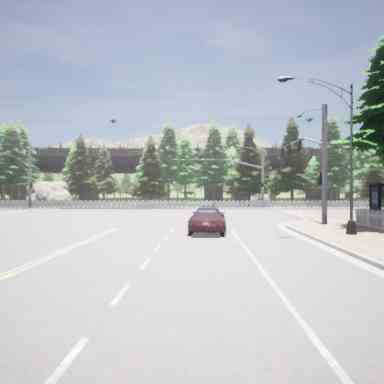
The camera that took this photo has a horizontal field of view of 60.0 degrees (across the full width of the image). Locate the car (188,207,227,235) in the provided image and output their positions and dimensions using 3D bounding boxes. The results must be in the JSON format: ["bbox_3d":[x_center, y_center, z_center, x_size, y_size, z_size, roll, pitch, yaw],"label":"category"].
[{"bbox_3d":[0.936,1.553,18.652,1.994,1.385,4.181,0,0,7],"label":"car"}]
